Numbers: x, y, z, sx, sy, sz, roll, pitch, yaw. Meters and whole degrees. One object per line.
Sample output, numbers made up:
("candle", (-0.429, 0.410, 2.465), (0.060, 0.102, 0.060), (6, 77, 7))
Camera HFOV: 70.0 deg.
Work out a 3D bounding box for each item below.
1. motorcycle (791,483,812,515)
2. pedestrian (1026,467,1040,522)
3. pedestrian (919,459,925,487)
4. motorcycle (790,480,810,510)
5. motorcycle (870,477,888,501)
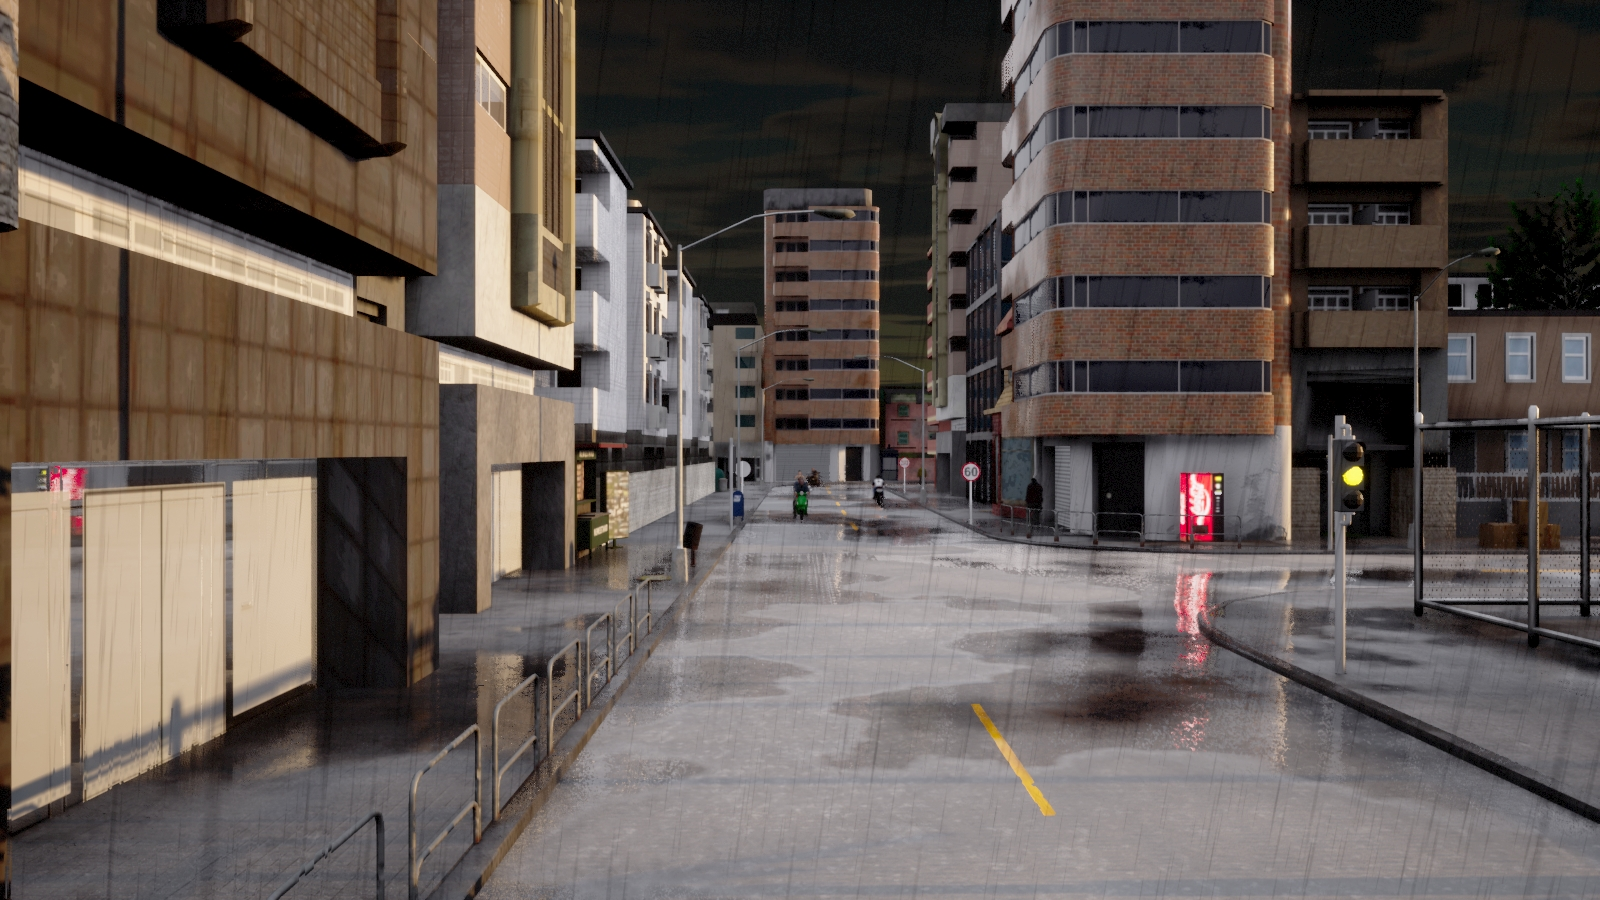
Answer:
("motorcycle", (0.063, 1.970, 46.521), (0.856, 1.236, 1.805), (0, 0, 0))
("pedestrian", (7.941, 1.522, 38.951), (0.375, 1.860, 0.375), (0, 0, -6))
("pedestrian", (8.089, 1.536, 75.731), (0.375, 1.860, 0.375), (0, 0, 0))
("motorcycle", (0.019, 1.970, 50.389), (0.856, 1.236, 1.805), (0, 0, 0))
("motorcycle", (4.030, 2.003, 58.444), (0.803, 1.145, 2.033), (0, 0, 0))
